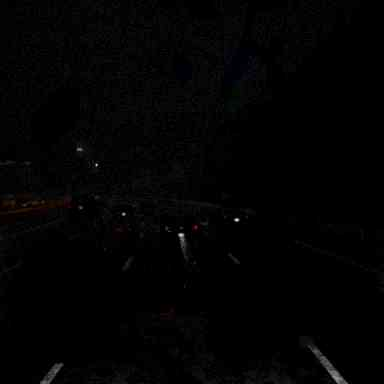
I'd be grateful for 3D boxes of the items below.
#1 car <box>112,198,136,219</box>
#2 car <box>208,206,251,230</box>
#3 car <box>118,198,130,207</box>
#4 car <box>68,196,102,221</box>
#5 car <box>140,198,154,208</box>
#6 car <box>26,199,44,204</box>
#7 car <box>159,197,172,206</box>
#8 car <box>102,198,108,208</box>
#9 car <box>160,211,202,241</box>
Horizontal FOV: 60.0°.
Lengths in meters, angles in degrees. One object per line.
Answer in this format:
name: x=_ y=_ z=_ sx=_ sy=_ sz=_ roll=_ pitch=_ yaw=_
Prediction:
car: x=-6.340 y=1.629 z=30.916 sx=1.837 sy=1.490 sz=4.892 roll=0 pitch=0 yaw=-11
car: x=2.270 y=1.569 z=21.018 sx=1.994 sy=1.385 sz=4.181 roll=-1 pitch=0 yaw=-8
car: x=-11.747 y=1.792 z=57.535 sx=1.994 sy=1.385 sz=4.181 roll=-1 pitch=0 yaw=-11
car: x=-9.610 y=1.383 z=29.793 sx=2.150 sy=2.045 sz=5.566 roll=0 pitch=0 yaw=-11
car: x=-7.025 y=1.655 z=51.746 sx=2.128 sy=1.511 sz=4.902 roll=-1 pitch=0 yaw=-11
car: x=-25.442 y=1.865 z=54.017 sx=1.882 sy=1.535 sz=5.008 roll=-1 pitch=1 yaw=-11
car: x=-4.641 y=1.635 z=57.618 sx=2.128 sy=1.511 sz=4.902 roll=-1 pitch=0 yaw=-11
car: x=-14.656 y=1.784 z=54.222 sx=1.812 sy=1.442 sz=4.674 roll=-1 pitch=0 yaw=-11
car: x=-0.701 y=1.635 z=17.038 sx=1.895 sy=1.301 sz=4.718 roll=-1 pitch=0 yaw=-6
